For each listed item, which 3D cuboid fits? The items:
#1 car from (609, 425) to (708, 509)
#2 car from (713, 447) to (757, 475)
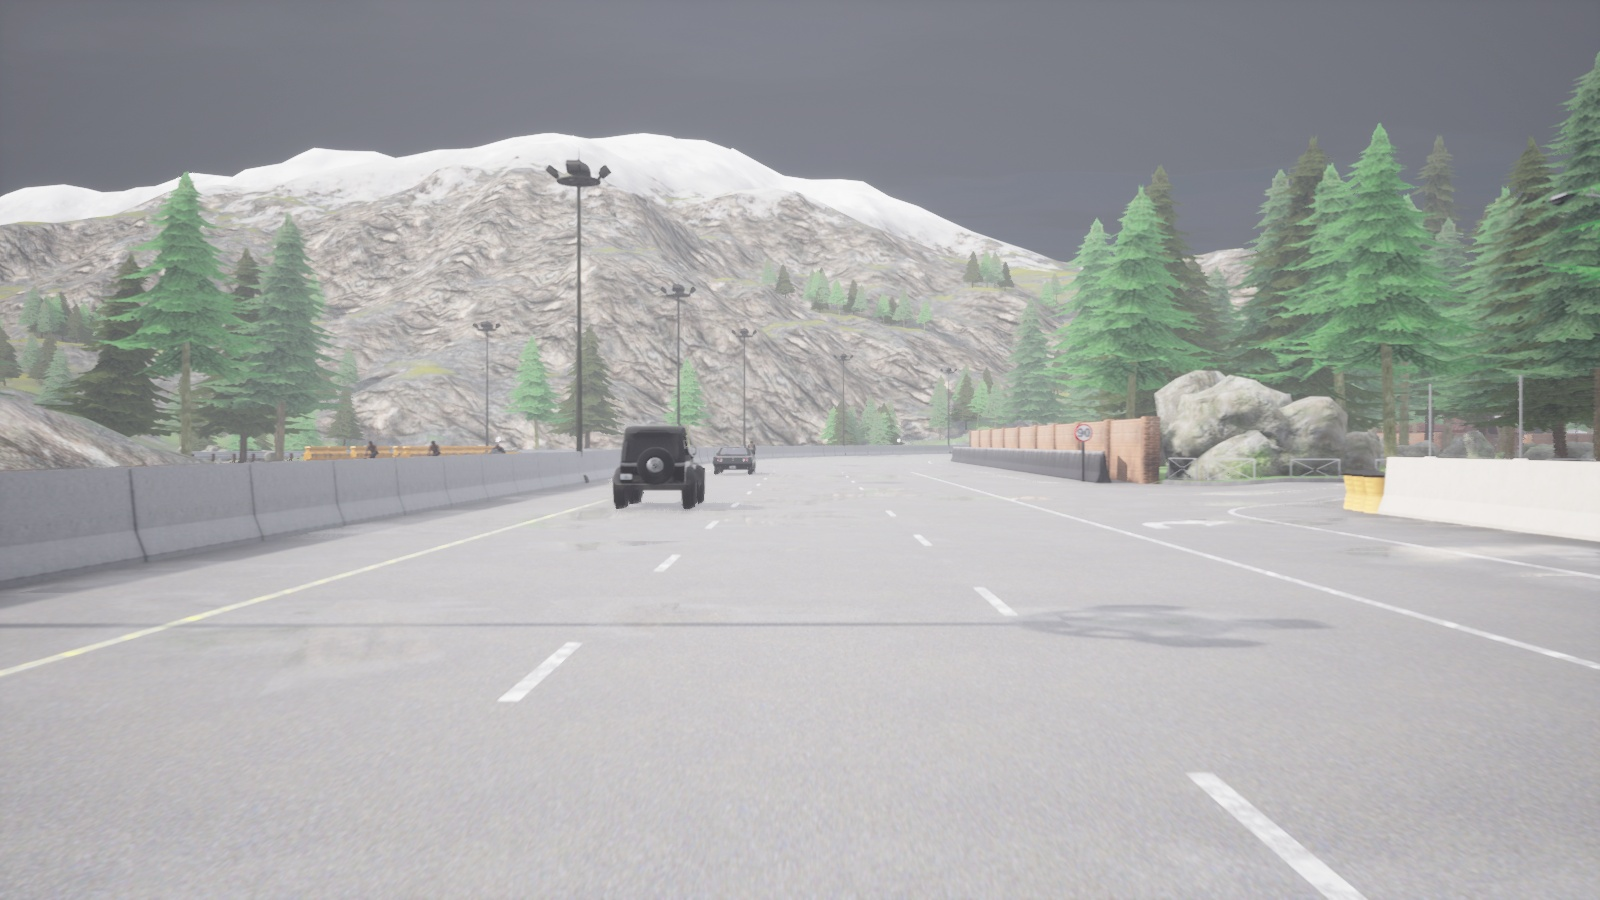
[{"bbox_3d":[-3.314,0.370,30.007,1.905,1.878,3.866,0,0,0],"label":"car"},{"bbox_3d":[-3.137,0.499,61.175,1.895,1.301,4.718,0,0,0],"label":"car"}]
